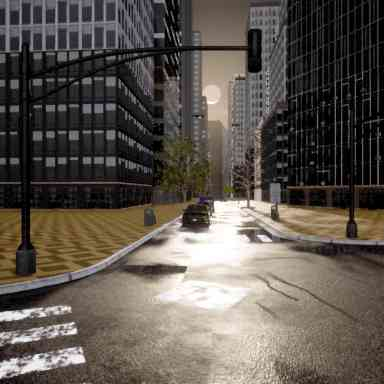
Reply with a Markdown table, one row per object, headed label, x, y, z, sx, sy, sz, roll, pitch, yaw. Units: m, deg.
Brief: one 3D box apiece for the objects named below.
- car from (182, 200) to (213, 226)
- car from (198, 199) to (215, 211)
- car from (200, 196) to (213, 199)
| label | x | y | z | sx | sy | sz | roll | pitch | yaw |
| --- | --- | --- | --- | --- | --- | --- | --- | --- | --- |
| car | 0.388 | 1.654 | 25.148 | 1.882 | 1.535 | 5.008 | 0 | 0 | 5 |
| car | 1.193 | 1.777 | 35.336 | 1.812 | 1.442 | 4.674 | 0 | 0 | 5 |
| car | 2.030 | 1.554 | 45.963 | 2.150 | 2.045 | 5.566 | 0 | 0 | 5 |
